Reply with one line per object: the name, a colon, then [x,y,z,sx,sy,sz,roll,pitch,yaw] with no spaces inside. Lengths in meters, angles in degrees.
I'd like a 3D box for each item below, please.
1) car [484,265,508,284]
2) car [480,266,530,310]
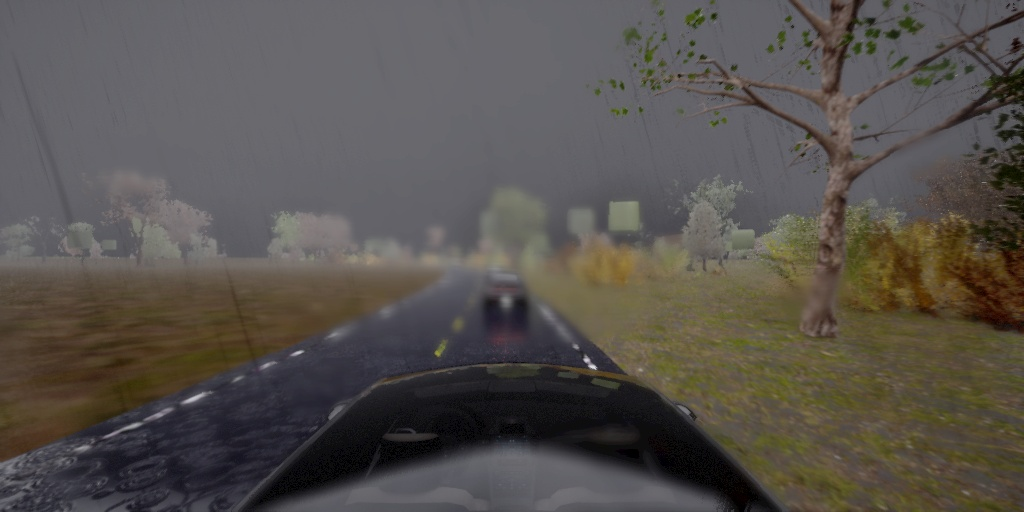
car: [-1.449,1.557,30.900,1.812,1.442,4.674,0,0,-5]
car: [-0.300,1.390,15.473,1.837,1.490,4.892,0,0,-2]
